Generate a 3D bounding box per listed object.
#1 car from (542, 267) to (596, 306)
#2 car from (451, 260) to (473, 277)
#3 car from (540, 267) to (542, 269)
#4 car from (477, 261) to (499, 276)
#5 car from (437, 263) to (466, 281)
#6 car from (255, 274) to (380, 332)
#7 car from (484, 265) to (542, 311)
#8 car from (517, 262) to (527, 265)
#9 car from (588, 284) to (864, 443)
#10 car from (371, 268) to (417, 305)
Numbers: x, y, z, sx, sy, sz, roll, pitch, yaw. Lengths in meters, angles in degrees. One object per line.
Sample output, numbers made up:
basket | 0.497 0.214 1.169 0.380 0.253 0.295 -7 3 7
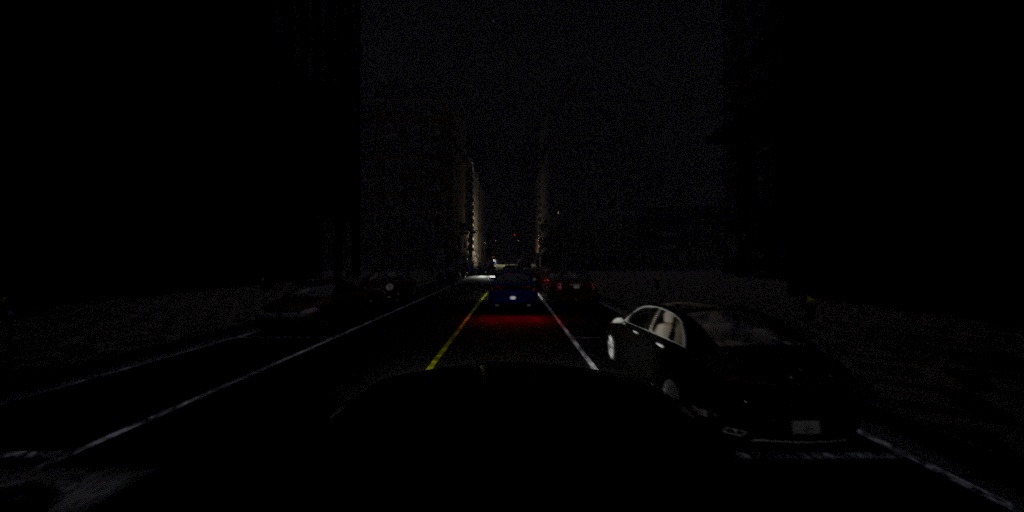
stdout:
car | 2.673 1.328 16.705 1.967 1.591 4.097 0 0 0
car | -5.845 1.404 39.291 2.192 1.841 5.009 0 0 0
car | 2.675 1.521 22.345 1.802 1.307 4.207 0 0 0
car | -3.034 1.693 43.750 1.994 1.385 4.181 0 -1 1
car | -5.847 1.605 33.651 1.948 1.339 4.313 0 0 0
car | -5.855 1.420 11.092 1.802 1.307 4.207 0 0 0
car | 0.056 1.354 15.325 1.882 1.535 5.008 0 0 0
car | 0.052 1.506 29.205 1.837 1.490 4.892 0 0 1
car | 2.669 1.336 5.427 2.007 1.370 4.403 0 0 0
car | -5.853 1.328 16.733 1.967 1.591 4.097 0 0 0
